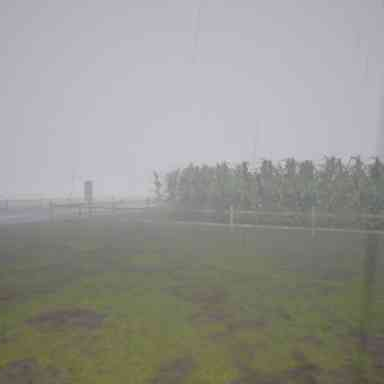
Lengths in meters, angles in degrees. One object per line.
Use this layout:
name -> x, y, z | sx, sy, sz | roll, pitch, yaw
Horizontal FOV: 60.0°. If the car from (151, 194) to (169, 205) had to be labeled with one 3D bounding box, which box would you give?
car -> -4.065, 1.120, 49.397 | 1.837, 1.490, 4.892 | 0, 1, 30
